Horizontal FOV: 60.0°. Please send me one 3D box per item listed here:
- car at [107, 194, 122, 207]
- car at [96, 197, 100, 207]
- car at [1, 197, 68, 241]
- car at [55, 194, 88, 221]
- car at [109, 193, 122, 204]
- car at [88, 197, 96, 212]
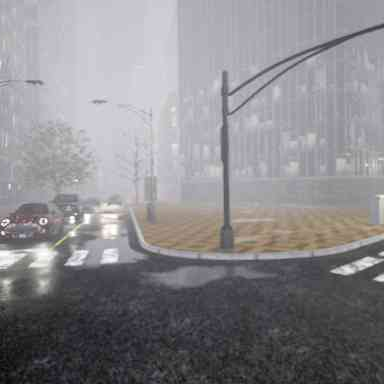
[{"bbox_3d":[-11.146,1.325,47.817,1.812,1.442,4.674,-1,0,-12],"label":"car"},{"bbox_3d":[-14.155,1.419,47.325,1.994,1.385,4.181,-1,0,-11],"label":"car"},{"bbox_3d":[-7.974,1.350,16.974,2.097,1.767,4.553,-1,1,-12],"label":"car"},{"bbox_3d":[-9.962,1.171,26.633,2.150,2.045,5.566,-1,0,-12],"label":"car"},{"bbox_3d":[-13.163,1.112,57.612,2.097,1.767,4.553,-1,0,-12],"label":"car"},{"bbox_3d":[-11.969,1.504,36.478,1.895,1.301,4.718,-1,0,-11],"label":"car"}]
